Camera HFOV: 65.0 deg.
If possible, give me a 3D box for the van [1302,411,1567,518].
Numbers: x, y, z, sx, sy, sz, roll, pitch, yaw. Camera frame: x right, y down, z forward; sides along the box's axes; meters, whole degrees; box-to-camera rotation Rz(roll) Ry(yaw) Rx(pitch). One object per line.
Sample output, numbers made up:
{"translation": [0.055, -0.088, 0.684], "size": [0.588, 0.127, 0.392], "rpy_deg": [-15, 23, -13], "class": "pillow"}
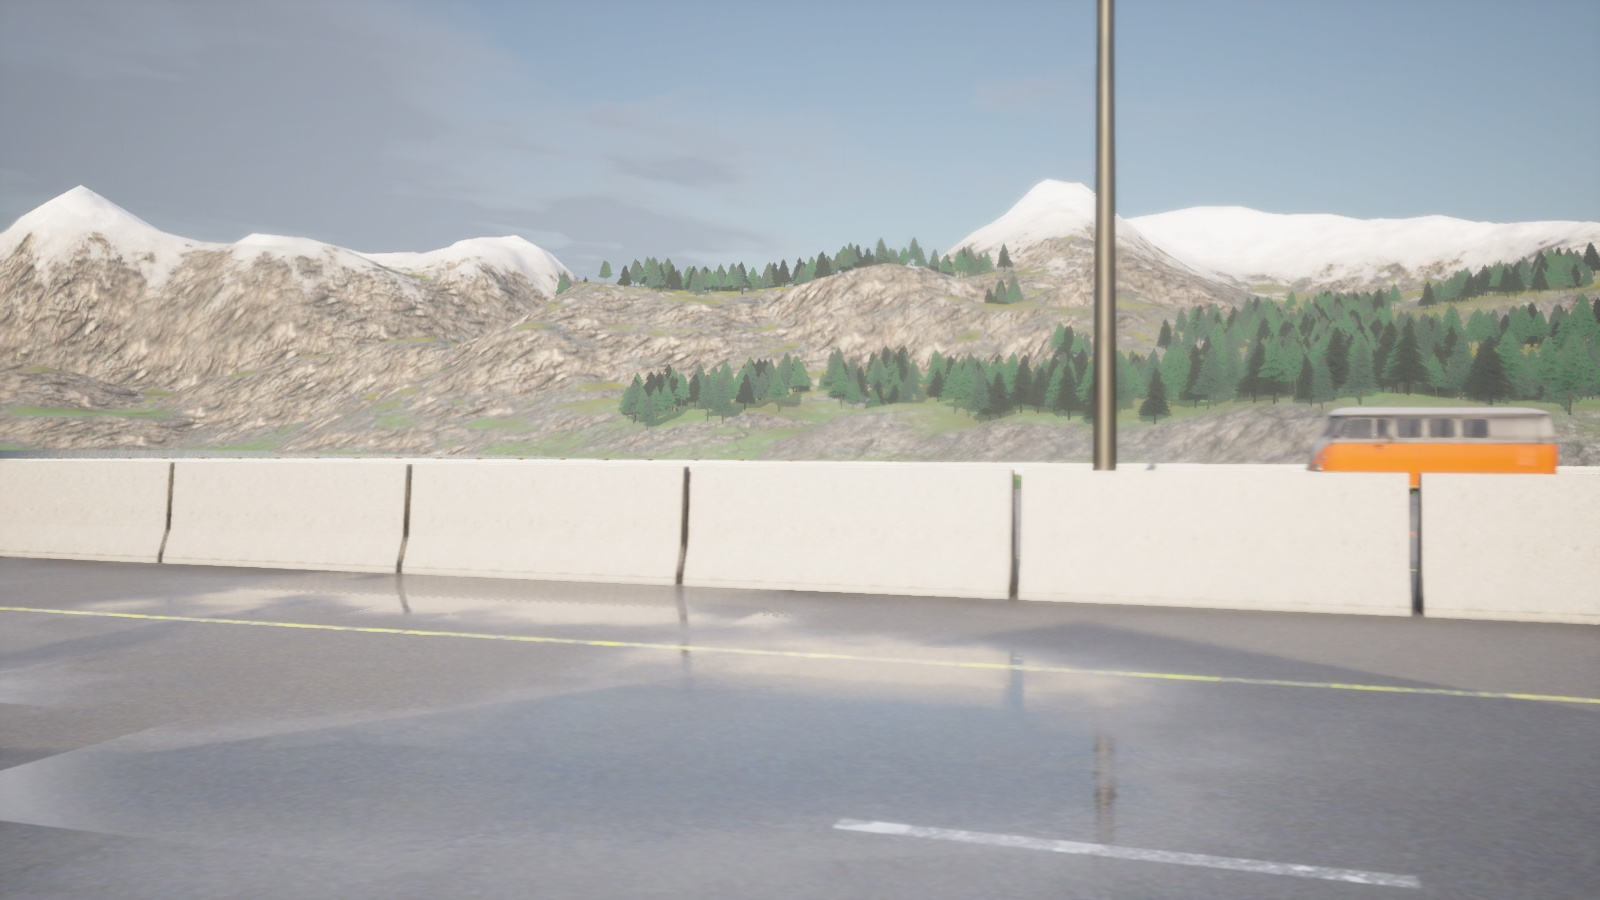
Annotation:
{"translation": [12.400, 0.234, 24.872], "size": [4.442, 1.987, 1.775], "rpy_deg": [1, 1, 19], "class": "van"}
